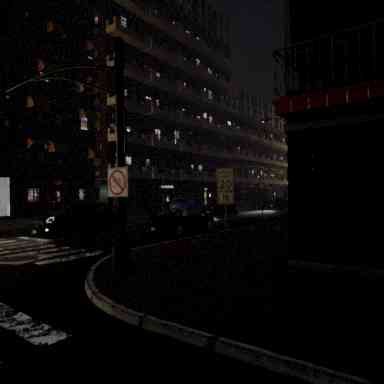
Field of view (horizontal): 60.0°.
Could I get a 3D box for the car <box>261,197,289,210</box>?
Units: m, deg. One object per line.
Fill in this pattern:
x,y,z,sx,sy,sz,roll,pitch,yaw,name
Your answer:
11.023,1.431,42.062,2.128,1.511,4.902,-1,-1,36,car

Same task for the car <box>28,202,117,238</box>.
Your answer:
-6.344,1.356,17.948,2.097,1.767,4.553,-1,-1,36,car

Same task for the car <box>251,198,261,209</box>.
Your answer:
9.359,1.430,44.030,1.967,1.590,4.097,-1,-1,36,car

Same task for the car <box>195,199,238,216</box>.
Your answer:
2.493,1.533,30.241,1.994,1.385,4.181,-1,-1,36,car

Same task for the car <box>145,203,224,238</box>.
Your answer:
-0.488,1.435,16.812,2.008,1.369,4.403,-1,-1,36,car

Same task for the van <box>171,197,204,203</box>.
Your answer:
-0.392,1.365,30.457,1.690,1.788,3.998,-1,-1,36,van

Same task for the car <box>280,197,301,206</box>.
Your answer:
15.761,1.495,52.939,1.752,1.417,4.829,-1,-1,36,car
